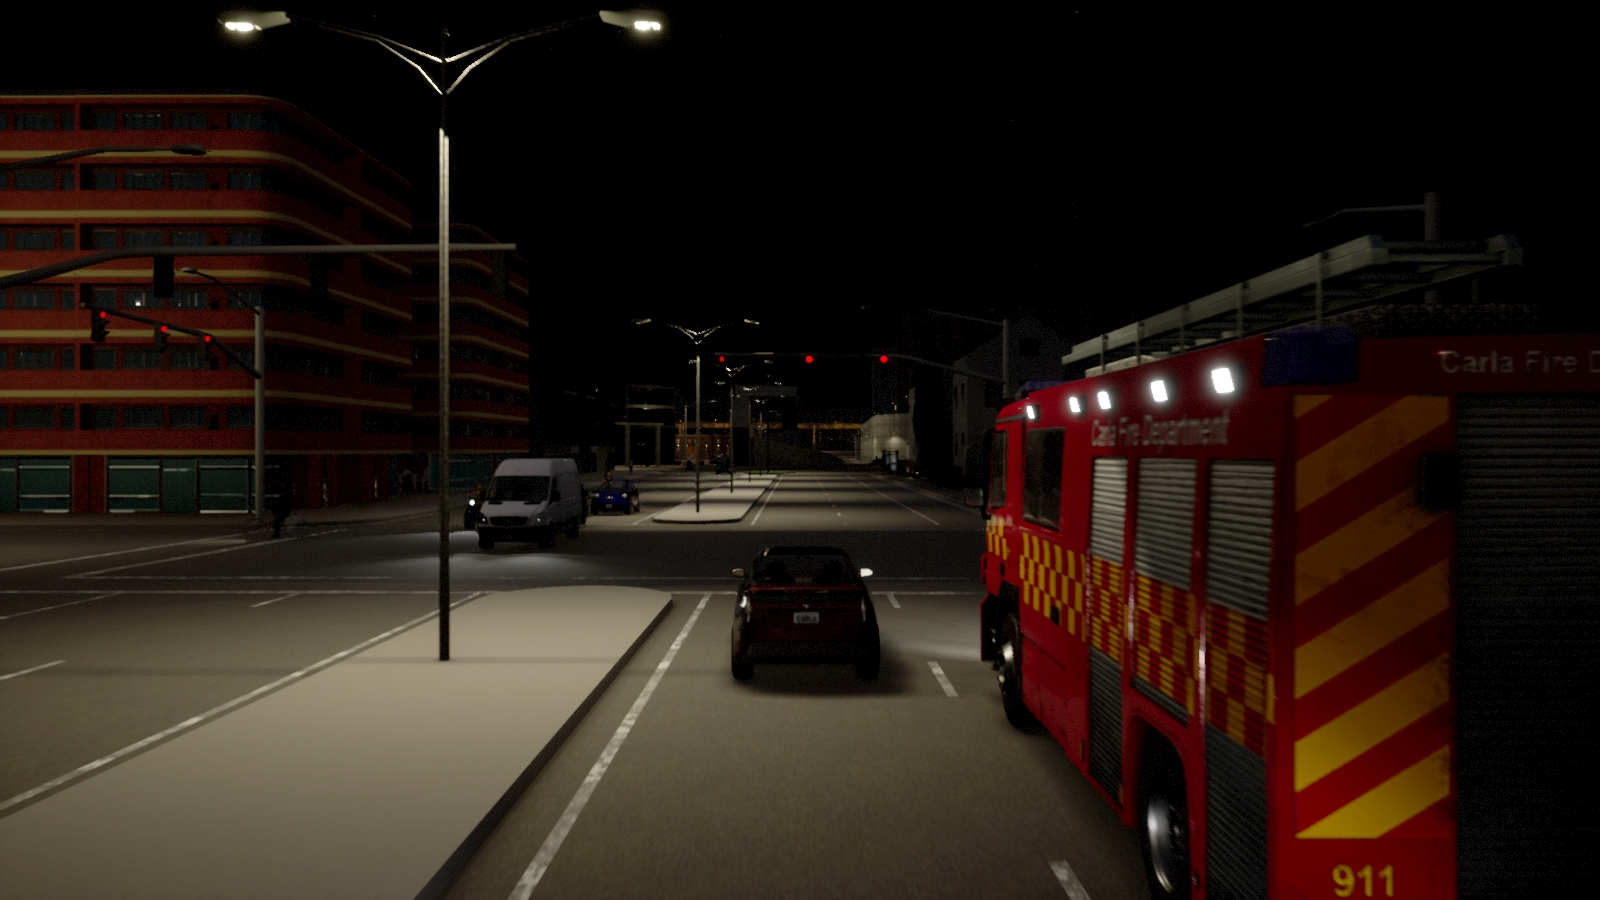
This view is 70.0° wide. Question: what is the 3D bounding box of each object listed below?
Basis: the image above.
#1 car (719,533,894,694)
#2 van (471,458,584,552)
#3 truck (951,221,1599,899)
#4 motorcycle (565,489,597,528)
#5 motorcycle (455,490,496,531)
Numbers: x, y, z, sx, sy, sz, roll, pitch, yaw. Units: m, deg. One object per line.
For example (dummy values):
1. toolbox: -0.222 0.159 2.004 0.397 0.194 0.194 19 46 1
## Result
1. car: 0.048 2.040 15.389 2.007 1.525 4.514 0 0 -1
2. van: -8.045 1.535 34.318 1.988 2.561 5.915 0 0 0
3. truck: 3.231 0.890 9.351 2.891 3.827 8.468 0 0 0
4. motorcycle: -8.033 2.130 41.974 0.856 1.341 1.805 0 0 0
5. motorcycle: -11.551 2.143 40.739 0.764 1.332 2.356 0 0 0
